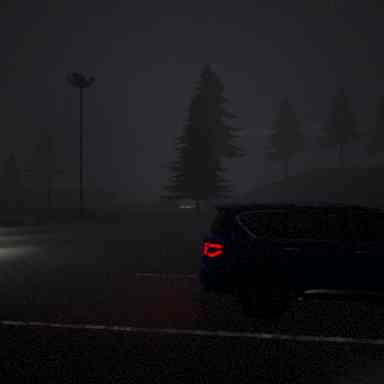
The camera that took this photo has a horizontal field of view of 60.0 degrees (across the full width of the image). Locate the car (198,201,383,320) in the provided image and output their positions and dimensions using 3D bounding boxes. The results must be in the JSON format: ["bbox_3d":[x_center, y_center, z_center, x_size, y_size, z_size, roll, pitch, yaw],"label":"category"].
[{"bbox_3d":[2.898,1.222,6.642,5.566,2.045,2.150,0,0,7],"label":"car"}]

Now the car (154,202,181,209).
[{"bbox_3d":[-3.261,1.488,44.838,2.128,1.511,4.902,0,0,26],"label":"car"}]
